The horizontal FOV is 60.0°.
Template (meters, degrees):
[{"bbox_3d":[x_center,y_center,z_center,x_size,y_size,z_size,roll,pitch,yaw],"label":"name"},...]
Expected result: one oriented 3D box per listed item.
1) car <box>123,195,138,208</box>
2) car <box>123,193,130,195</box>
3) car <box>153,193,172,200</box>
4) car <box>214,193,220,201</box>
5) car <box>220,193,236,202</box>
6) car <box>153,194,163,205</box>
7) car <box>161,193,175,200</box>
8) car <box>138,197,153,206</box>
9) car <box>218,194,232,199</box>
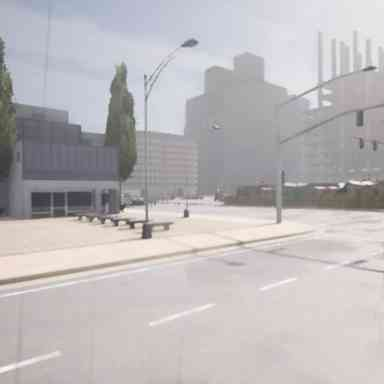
[{"bbox_3d":[-10.566,1.567,49.944,2.128,1.511,4.902,-1,0,-37],"label":"car"},{"bbox_3d":[-14.013,1.327,66.030,2.150,2.045,5.566,-1,0,-38],"label":"car"},{"bbox_3d":[-7.768,1.176,87.059,4.605,1.855,1.932,-1,0,-39],"label":"car"},{"bbox_3d":[6.395,1.050,69.553,3.866,1.878,1.905,-1,0,-39],"label":"car"},{"bbox_3d":[8.212,1.273,67.297,3.806,1.475,1.970,-1,0,-39],"label":"car"},{"bbox_3d":[-7.789,1.533,58.022,2.128,1.511,4.902,-1,0,-37],"label":"car"},{"bbox_3d":[-5.988,1.163,84.776,3.866,1.878,1.905,-1,0,-39],"label":"car"},{"bbox_3d":[-8.739,1.656,53.325,1.895,1.301,4.718,-1,0,-37],"label":"car"},{"bbox_3d":[9.288,1.245,93.671,3.806,1.475,1.970,-1,0,-39],"label":"car"}]
